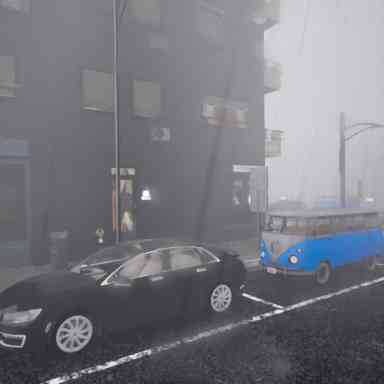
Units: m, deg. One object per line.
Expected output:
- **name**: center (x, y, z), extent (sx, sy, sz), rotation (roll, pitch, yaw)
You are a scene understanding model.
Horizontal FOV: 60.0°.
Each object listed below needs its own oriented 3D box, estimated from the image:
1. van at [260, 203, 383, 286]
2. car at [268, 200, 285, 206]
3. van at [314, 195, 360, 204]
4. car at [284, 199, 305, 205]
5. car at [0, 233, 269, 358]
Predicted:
- **van**: center (3.602, 1.339, 9.133), extent (3.998, 1.788, 1.690), rotation (0, -1, -35)
- **car**: center (5.630, 1.521, 29.963), extent (1.895, 1.301, 4.718), rotation (-1, 1, -35)
- **van**: center (12.850, 1.201, 29.763), extent (1.690, 1.788, 3.998), rotation (-1, 1, -35)
- **car**: center (9.676, 1.400, 34.284), extent (1.947, 1.339, 4.313), rotation (-1, 1, -35)
- **car**: center (-0.960, 1.550, 5.883), extent (4.403, 1.369, 2.008), rotation (0, -1, -35)
